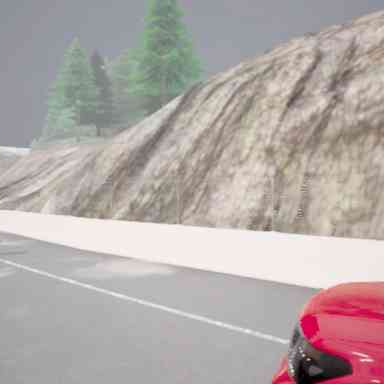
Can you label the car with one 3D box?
[{"bbox_3d":[3.265,1.229,1.713,5.566,2.045,2.150,0,0,36],"label":"car"}]
